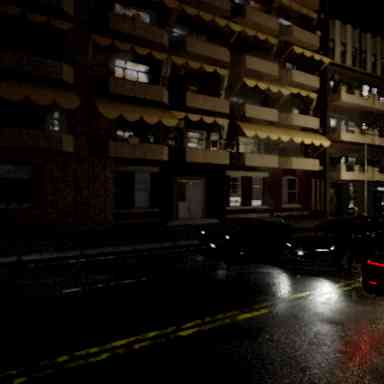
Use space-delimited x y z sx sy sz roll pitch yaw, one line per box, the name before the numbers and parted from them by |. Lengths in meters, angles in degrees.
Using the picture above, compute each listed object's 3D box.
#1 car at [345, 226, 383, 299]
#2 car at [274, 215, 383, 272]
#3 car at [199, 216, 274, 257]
car | 5.702 1.578 7.375 4.892 1.490 1.837 0 0 -34
car | 5.226 1.585 11.195 4.892 1.490 1.837 1 0 -34
car | 2.601 1.664 13.355 4.718 1.301 1.895 1 0 -34
